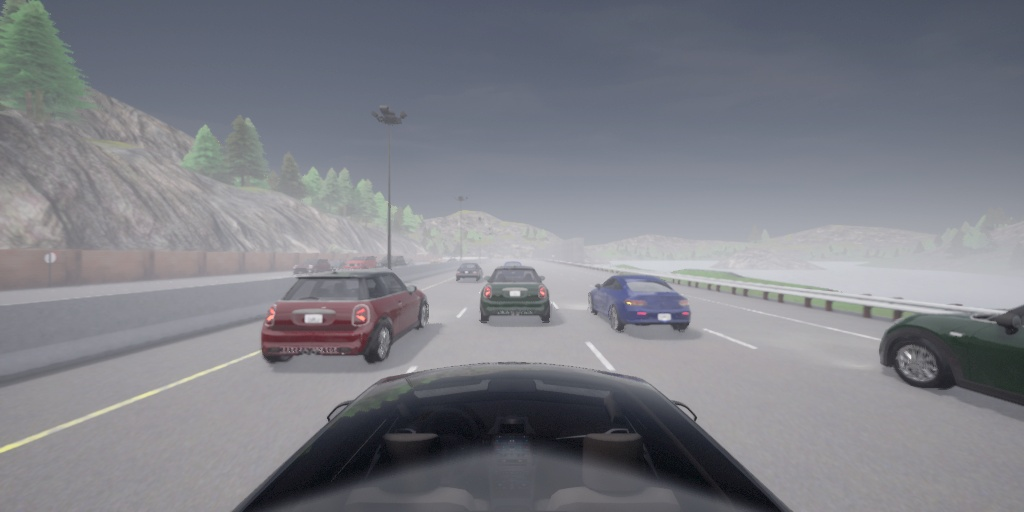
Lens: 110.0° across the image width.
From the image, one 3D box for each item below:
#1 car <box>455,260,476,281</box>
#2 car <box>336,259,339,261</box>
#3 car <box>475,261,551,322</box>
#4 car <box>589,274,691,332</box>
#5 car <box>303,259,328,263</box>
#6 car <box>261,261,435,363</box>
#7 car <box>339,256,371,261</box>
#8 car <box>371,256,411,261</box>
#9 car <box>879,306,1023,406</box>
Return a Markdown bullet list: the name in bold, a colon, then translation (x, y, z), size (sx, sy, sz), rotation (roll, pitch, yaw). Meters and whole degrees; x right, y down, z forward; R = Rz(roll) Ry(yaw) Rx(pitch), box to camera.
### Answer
- **car**: translation (-3.412, 1.282, 29.428), size (2.033, 1.411, 5.357), rotation (0, 0, 0)
- **car**: translation (-24.588, 1.217, 51.320), size (2.128, 1.511, 4.902), rotation (0, 0, 0)
- **car**: translation (0.092, 1.096, 12.363), size (2.097, 1.767, 4.553), rotation (0, 0, 0)
- **car**: translation (3.593, 1.270, 10.741), size (1.812, 1.442, 4.674), rotation (0, 0, 0)
- **car**: translation (-21.103, 1.084, 38.042), size (2.097, 1.767, 4.553), rotation (0, 0, 0)
- **car**: translation (-3.409, 1.099, 8.293), size (2.097, 1.767, 4.553), rotation (0, 0, 0)
- **car**: translation (-17.598, 0.954, 42.094), size (2.150, 2.045, 5.566), rotation (0, 0, 0)
- **car**: translation (-14.100, 0.953, 42.122), size (2.150, 2.045, 5.566), rotation (0, 0, 0)
- **car**: translation (7.082, 1.099, 3.973), size (2.097, 1.767, 4.553), rotation (0, 0, 0)
